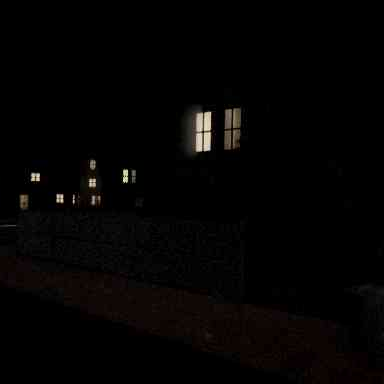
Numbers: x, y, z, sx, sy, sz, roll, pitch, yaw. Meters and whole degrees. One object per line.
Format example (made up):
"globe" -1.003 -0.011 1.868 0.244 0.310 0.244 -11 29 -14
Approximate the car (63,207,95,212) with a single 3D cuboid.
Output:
"car" -9.034 1.850 25.400 1.812 1.442 4.674 2 0 36
